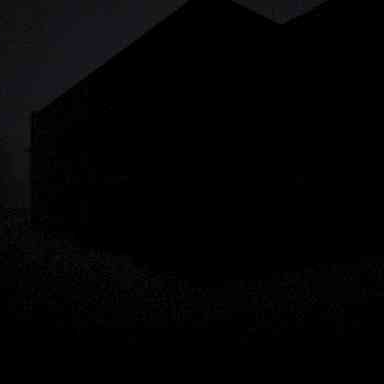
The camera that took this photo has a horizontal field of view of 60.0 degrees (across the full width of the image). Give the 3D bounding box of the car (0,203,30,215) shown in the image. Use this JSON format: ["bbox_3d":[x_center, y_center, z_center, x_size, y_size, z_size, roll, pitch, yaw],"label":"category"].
[{"bbox_3d":[-27.031,2.552,49.299,4.553,1.767,2.185,0,-3,22],"label":"car"}]

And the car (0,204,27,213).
[{"bbox_3d":[-34.785,3.093,64.366,5.366,1.575,1.946,0,-2,22],"label":"car"}]

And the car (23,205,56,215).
[{"bbox_3d":[-24.960,2.949,54.463,4.792,1.488,2.163,0,-2,22],"label":"car"}]

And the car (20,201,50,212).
[{"bbox_3d":[-32.848,3.019,69.607,5.566,2.045,2.435,0,-2,22],"label":"car"}]
